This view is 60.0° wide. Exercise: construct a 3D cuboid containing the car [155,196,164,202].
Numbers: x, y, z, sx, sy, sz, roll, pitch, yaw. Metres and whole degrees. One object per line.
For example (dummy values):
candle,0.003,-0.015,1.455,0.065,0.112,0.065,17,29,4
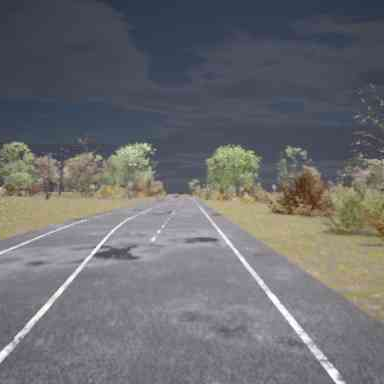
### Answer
car,-7.803,1.746,80.560,2.128,1.511,4.902,0,0,-1
